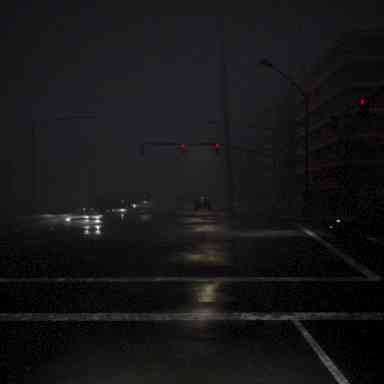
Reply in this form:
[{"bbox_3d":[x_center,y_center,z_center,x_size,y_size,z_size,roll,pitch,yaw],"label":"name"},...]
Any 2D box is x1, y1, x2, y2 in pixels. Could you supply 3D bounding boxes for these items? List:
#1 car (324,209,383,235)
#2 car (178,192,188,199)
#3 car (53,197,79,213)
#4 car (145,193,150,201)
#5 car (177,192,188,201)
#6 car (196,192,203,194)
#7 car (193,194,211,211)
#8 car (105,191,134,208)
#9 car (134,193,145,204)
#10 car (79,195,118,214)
[{"bbox_3d":[9.803,1.601,18.141,4.718,1.301,1.895,0,0,0],"label":"car"},{"bbox_3d":[-1.924,0.741,75.859,2.033,1.411,5.357,0,1,1],"label":"car"},{"bbox_3d":[-13.020,1.346,35.392,1.882,1.535,5.008,0,1,1],"label":"car"},{"bbox_3d":[-9.117,0.948,63.548,2.033,1.411,5.357,0,1,1],"label":"car"},{"bbox_3d":[-1.958,0.917,65.208,2.033,1.411,5.357,0,1,1],"label":"car"},{"bbox_3d":[1.467,0.700,66.298,2.097,1.767,4.553,0,1,1],"label":"car"},{"bbox_3d":[1.202,1.307,38.392,2.128,1.511,4.902,0,1,1],"label":"car"},{"bbox_3d":[-9.418,1.106,43.368,2.097,1.767,4.553,0,1,1],"label":"car"},{"bbox_3d":[-9.299,1.132,53.013,2.033,1.411,5.357,0,1,1],"label":"car"},{"bbox_3d":[-9.532,1.369,34.327,2.128,1.511,4.902,0,1,1],"label":"car"}]
